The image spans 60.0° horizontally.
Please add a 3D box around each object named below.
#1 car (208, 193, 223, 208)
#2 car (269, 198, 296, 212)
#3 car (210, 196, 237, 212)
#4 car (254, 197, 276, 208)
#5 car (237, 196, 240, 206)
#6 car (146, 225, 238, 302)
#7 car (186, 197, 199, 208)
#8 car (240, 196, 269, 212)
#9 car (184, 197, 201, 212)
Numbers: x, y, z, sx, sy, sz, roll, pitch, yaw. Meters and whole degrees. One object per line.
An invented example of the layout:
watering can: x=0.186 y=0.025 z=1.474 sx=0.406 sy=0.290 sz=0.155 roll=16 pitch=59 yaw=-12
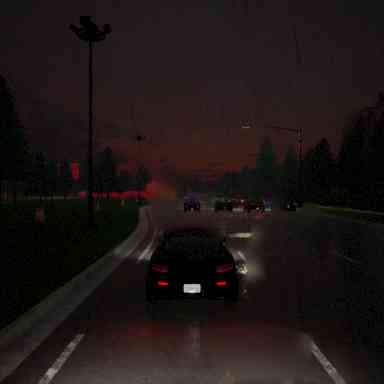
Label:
car: x=3.524 y=1.221 z=48.380 sx=2.150 sy=2.045 sz=5.566 roll=0 pitch=0 yaw=0
car: x=10.519 y=1.564 z=38.346 sx=1.994 sy=1.385 sz=4.181 roll=0 pitch=0 yaw=0
car: x=3.518 y=1.491 z=37.933 sx=2.128 sy=1.511 sz=4.902 roll=0 pitch=0 yaw=0
car: x=10.524 y=1.547 z=48.347 sx=2.033 sy=1.411 sz=5.357 roll=0 pitch=0 yaw=0
car: x=7.023 y=1.352 z=48.319 sx=2.097 sy=1.767 sz=4.553 roll=0 pitch=0 yaw=0
car: x=0.004 y=1.526 z=8.141 sx=1.812 sy=1.442 sz=4.674 roll=0 pitch=0 yaw=0
car: x=0.024 y=1.525 z=48.394 sx=1.812 sy=1.442 sz=4.674 roll=0 pitch=0 yaw=0
car: x=7.018 y=1.505 z=37.932 sx=1.837 sy=1.490 sz=4.892 roll=0 pitch=0 yaw=0
car: x=0.019 y=1.601 z=38.382 sx=1.895 sy=1.301 sz=4.718 roll=0 pitch=0 yaw=0
